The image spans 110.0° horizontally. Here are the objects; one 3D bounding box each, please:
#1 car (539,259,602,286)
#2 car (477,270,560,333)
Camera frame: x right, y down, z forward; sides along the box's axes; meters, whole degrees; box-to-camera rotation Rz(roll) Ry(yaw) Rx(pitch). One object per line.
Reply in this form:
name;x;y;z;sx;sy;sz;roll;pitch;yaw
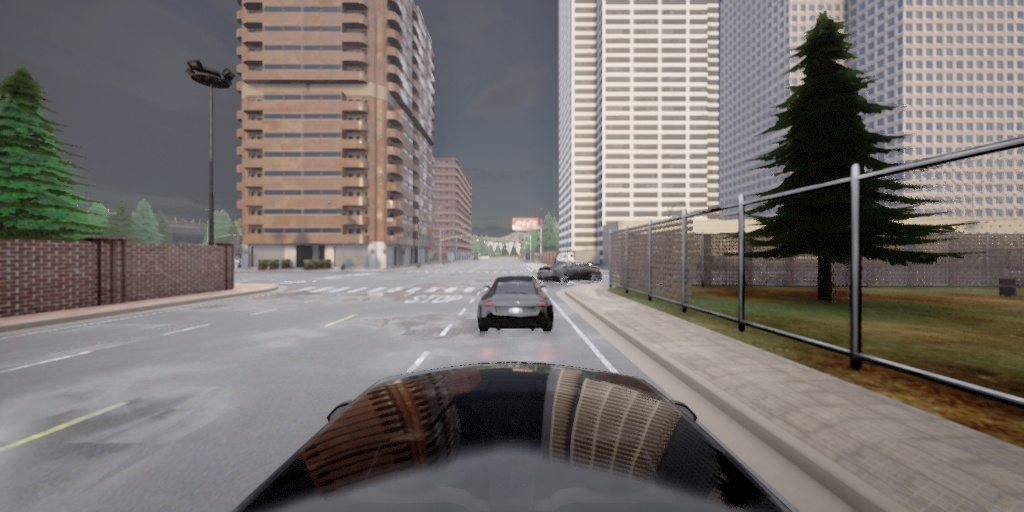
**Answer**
car;4.067;1.165;24.822;4.902;1.511;2.128;-1;-1;-32
car;0.099;1.290;10.694;1.994;1.385;4.181;0;0;0
